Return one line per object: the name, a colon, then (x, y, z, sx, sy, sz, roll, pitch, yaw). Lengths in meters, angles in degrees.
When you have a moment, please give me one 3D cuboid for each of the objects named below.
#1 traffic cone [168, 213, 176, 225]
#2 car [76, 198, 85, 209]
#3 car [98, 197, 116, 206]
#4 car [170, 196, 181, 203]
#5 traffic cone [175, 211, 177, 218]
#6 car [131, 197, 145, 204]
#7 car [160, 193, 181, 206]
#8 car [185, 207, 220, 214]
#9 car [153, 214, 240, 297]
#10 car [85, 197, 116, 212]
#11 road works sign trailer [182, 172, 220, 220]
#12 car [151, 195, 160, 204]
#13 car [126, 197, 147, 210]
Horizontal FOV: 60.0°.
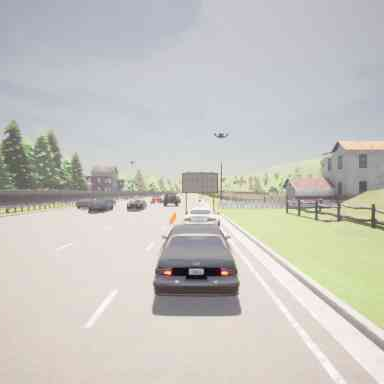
traffic cone: (-1.459, 1.955, 23.127, 0.340, 0.580, 0.340, 0, 0, 0)
car: (-13.825, 1.547, 44.175, 2.033, 1.411, 5.357, 0, 0, -1)
car: (-13.832, 1.564, 54.390, 1.994, 1.385, 4.181, 0, 0, 0)
car: (-3.315, 1.564, 68.522, 1.994, 1.385, 4.181, 0, 0, 0)
traffic cone: (-1.456, 1.955, 25.127, 0.340, 0.580, 0.340, 0, 0, 0)
car: (-10.322, 1.600, 63.719, 1.895, 1.301, 4.718, 0, 0, 0)
car: (-3.334, 1.221, 53.307, 2.150, 2.045, 5.566, 0, 0, 0)
car: (0.560, 1.538, 18.433, 1.812, 1.442, 4.674, 0, -1, 5)
car: (0.108, 1.547, 8.770, 2.033, 1.411, 5.357, 0, 0, 1)
car: (-10.351, 1.563, 38.062, 1.994, 1.385, 4.181, 0, 0, 0)
road works sign trailer: (0.514, 0.464, 22.047, 2.380, 3.560, 2.880, 0, 0, -4)
car: (-6.815, 1.354, 66.004, 2.097, 1.767, 4.553, 0, 0, 0)
car: (-6.846, 1.600, 41.641, 1.895, 1.301, 4.718, 0, 0, 0)
